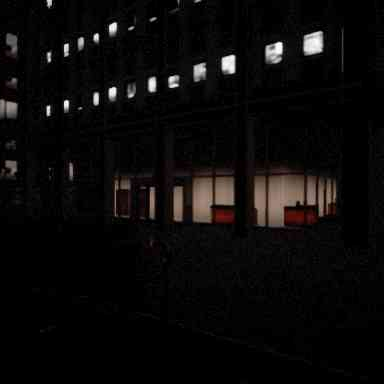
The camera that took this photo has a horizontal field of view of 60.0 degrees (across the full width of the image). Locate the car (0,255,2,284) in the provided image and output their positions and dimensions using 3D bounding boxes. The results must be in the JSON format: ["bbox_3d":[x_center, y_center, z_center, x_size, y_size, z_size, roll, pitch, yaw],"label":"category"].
[{"bbox_3d":[-6.139,1.389,7.341,5.009,1.841,2.192,0,0,36],"label":"car"}]
